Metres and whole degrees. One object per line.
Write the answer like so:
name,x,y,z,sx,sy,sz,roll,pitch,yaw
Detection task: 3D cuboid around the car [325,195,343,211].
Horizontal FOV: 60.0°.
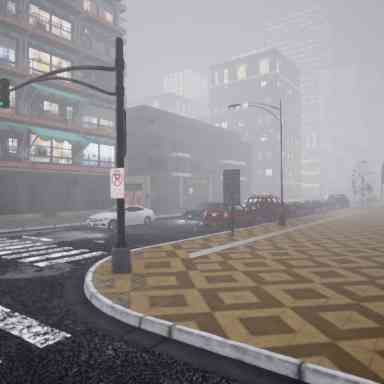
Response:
car,15.695,1.415,38.787,2.008,1.369,4.403,-1,0,36

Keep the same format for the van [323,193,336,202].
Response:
van,29.210,1.228,70.498,1.690,1.788,3.998,-1,0,36

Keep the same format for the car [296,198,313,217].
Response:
car,9.072,1.470,29.772,1.802,1.307,4.206,-1,0,36

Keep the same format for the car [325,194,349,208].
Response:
car,19.004,1.167,43.296,2.192,1.841,5.009,-1,0,36

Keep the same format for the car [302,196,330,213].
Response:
car,12.383,1.421,34.280,1.887,1.381,4.507,-1,0,36

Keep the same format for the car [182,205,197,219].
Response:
car,1.405,1.516,28.480,2.033,1.411,5.357,-1,0,36

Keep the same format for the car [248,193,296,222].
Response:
car,5.759,1.215,25.266,2.192,1.841,5.009,-1,0,36

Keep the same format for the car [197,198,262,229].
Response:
car,2.449,1.352,20.758,1.967,1.590,4.097,-1,0,36

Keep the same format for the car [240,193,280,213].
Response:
car,7.649,1.167,36.976,2.150,2.045,5.566,-1,0,36

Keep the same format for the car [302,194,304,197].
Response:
car,22.488,1.439,61.346,1.752,1.417,4.829,-1,0,36

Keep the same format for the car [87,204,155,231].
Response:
car,-4.294,1.515,20.727,1.812,1.442,4.674,-1,0,36

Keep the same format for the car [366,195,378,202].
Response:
car,35.562,1.333,65.833,1.887,1.381,4.507,-1,0,36
